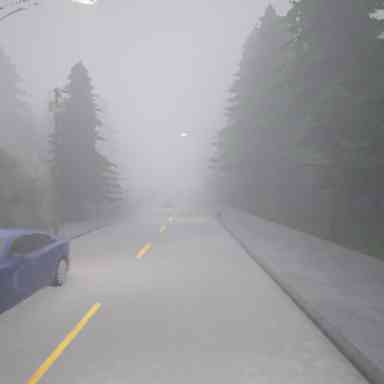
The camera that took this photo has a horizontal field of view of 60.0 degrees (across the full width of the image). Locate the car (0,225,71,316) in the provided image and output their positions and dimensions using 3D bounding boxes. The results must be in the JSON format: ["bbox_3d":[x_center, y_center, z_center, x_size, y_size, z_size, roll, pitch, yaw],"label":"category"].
[{"bbox_3d":[-4.097,1.519,6.686,1.882,1.535,5.008,0,0,0],"label":"car"}]

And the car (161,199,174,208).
[{"bbox_3d":[-3.984,1.890,55.381,2.033,1.411,5.357,0,0,1],"label":"car"}]
